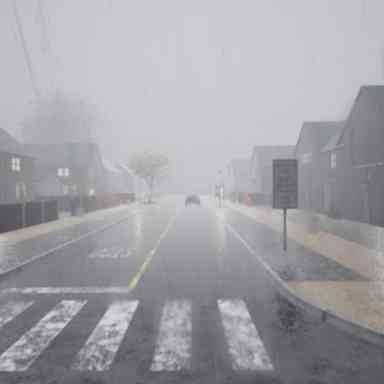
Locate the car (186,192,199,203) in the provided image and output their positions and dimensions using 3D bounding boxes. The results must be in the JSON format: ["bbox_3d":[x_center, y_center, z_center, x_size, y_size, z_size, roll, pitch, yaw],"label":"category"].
[{"bbox_3d":[0.093,0.845,53.331,1.882,1.535,5.008,0,1,0],"label":"car"}]

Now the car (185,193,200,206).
[{"bbox_3d":[0.073,0.955,42.912,2.128,1.511,4.902,0,1,0],"label":"car"}]
